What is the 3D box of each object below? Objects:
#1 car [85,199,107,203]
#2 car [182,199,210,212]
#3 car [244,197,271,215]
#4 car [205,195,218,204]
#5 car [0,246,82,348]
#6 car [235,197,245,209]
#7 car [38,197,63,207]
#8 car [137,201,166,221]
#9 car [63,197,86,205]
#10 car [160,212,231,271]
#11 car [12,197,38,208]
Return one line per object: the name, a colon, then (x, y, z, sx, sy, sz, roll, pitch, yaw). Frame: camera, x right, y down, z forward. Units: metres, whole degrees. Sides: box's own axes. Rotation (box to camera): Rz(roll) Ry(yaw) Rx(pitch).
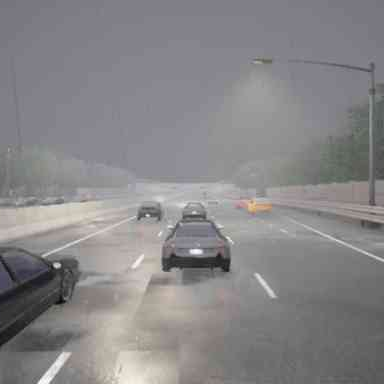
car: (-13.794, 1.667, 49.610, 1.895, 1.301, 4.718, 0, 0, 1)
car: (0.195, 1.582, 27.974, 1.994, 1.385, 4.181, 0, 0, 0)
car: (7.015, 1.509, 35.039, 1.882, 1.535, 5.008, 0, 0, 2)
car: (3.951, 1.713, 64.368, 1.895, 1.301, 4.718, 0, 0, 1)
car: (-3.393, 1.548, 5.041, 2.033, 1.411, 5.357, 0, 0, 0)
car: (7.259, 1.411, 46.658, 2.097, 1.767, 4.553, 0, 0, 1)
car: (-20.778, 1.544, 50.186, 1.882, 1.535, 5.008, 0, 0, 1)
car: (-3.309, 1.522, 27.442, 1.837, 1.490, 4.892, 0, 0, 0)
car: (-17.273, 1.560, 50.619, 2.128, 1.511, 4.902, 0, 0, 1)
car: (0.118, 1.566, 10.894, 1.994, 1.385, 4.181, 0, 0, 0)
car: (-24.299, 1.554, 48.691, 2.128, 1.511, 4.902, 0, 0, 1)
